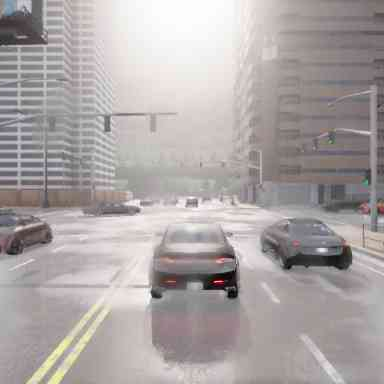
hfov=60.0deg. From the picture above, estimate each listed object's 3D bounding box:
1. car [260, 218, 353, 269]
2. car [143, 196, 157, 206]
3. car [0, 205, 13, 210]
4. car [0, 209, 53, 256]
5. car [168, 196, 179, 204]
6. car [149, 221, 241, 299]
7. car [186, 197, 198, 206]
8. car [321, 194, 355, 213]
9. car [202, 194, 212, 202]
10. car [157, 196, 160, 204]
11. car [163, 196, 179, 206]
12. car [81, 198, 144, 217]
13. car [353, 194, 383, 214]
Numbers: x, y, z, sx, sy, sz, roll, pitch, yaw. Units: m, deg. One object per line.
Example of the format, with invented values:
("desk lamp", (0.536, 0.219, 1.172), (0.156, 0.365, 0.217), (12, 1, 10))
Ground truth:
("car", (3.566, 1.564, 11.112), (1.994, 1.385, 4.181), (0, 0, 0))
("car", (-7.161, 1.526, 53.298), (1.812, 1.442, 4.674), (0, 0, 1))
("car", (-15.921, 1.505, 25.689), (4.892, 1.490, 1.837), (0, 0, 5))
("car", (-7.115, 1.564, 12.944), (1.994, 1.385, 4.181), (0, 0, 0))
("car", (-3.624, 1.505, 65.031), (1.837, 1.490, 4.892), (0, 0, 0))
("car", (0.055, 1.492, 8.462), (2.128, 1.511, 4.902), (0, 0, 0))
("car", (-0.006, 1.491, 53.944), (2.128, 1.511, 4.902), (0, 0, 0))
("car", (17.152, 1.221, 36.516), (5.566, 2.045, 2.150), (0, 0, 0))
("car", (3.406, 1.355, 76.835), (2.097, 1.767, 4.553), (0, 0, 0))
("car", (-7.132, 1.526, 63.211), (1.812, 1.442, 4.674), (0, 0, 1))
("car", (-3.656, 1.492, 55.092), (2.128, 1.511, 4.902), (0, 0, 0))
("car", (-7.645, 1.548, 31.467), (5.357, 1.411, 2.033), (0, 0, -25))
("car", (18.977, 1.352, 32.996), (4.553, 1.767, 2.097), (0, 0, 0))
